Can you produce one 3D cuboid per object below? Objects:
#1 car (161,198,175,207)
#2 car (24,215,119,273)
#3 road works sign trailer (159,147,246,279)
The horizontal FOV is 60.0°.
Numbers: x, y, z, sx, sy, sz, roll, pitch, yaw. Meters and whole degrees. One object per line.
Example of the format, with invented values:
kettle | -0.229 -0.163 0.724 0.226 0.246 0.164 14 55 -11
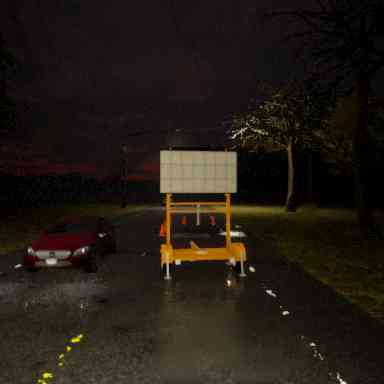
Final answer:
car | -3.691 1.587 51.960 2.033 1.411 5.357 0 0 0
car | -3.606 1.521 10.833 1.812 1.442 4.674 0 0 0
road works sign trailer | 0.177 0.460 10.120 2.380 3.560 2.880 0 0 -8
